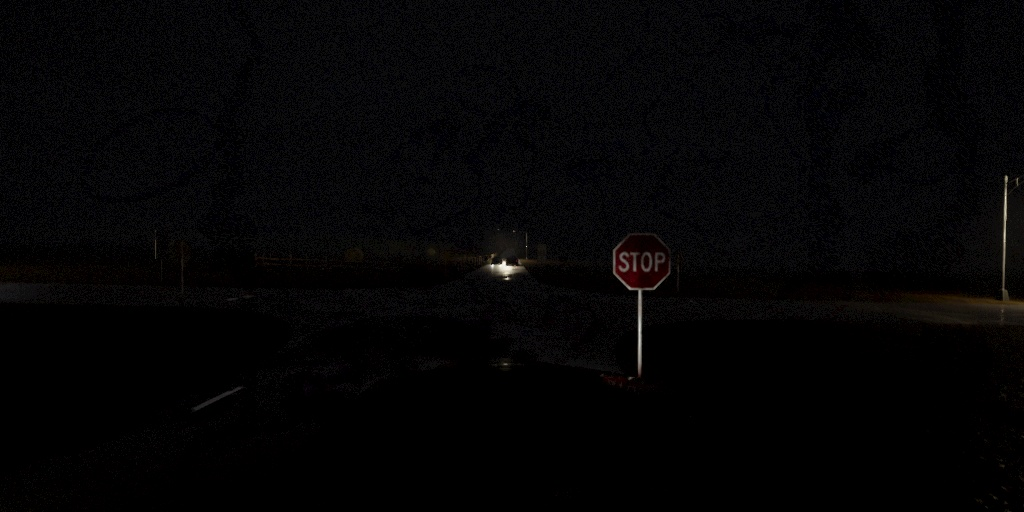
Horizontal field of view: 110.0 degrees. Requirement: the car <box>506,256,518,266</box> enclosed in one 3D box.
[{"bbox_3d":[0.005,0.758,60.827,2.097,1.767,4.553,0,1,0],"label":"car"}]
